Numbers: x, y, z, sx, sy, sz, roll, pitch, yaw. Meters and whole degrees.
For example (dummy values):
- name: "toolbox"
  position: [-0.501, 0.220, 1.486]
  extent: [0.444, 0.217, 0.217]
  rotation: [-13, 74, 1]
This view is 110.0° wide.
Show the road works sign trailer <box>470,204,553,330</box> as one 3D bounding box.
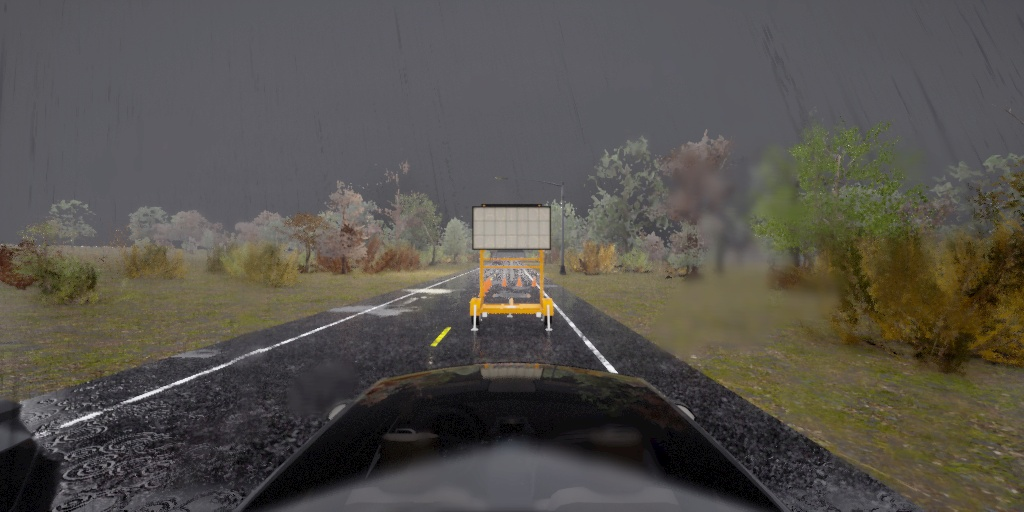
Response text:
- name: "road works sign trailer"
  position: [-0.008, 0.215, 11.040]
  extent: [2.380, 3.560, 2.880]
  rotation: [0, 0, 0]
